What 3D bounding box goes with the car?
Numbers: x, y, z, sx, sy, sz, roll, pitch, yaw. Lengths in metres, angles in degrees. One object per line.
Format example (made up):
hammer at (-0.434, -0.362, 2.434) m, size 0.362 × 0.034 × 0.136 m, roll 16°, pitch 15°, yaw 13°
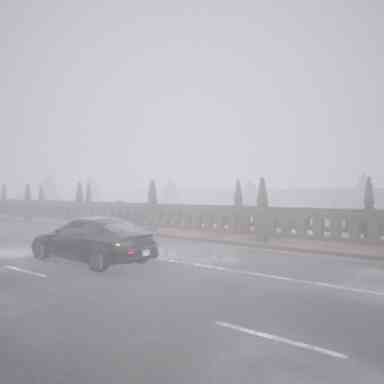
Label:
car at (-3.140, 1.507, 10.533) m, size 4.674 × 1.442 × 1.812 m, roll 0°, pitch 0°, yaw 36°
